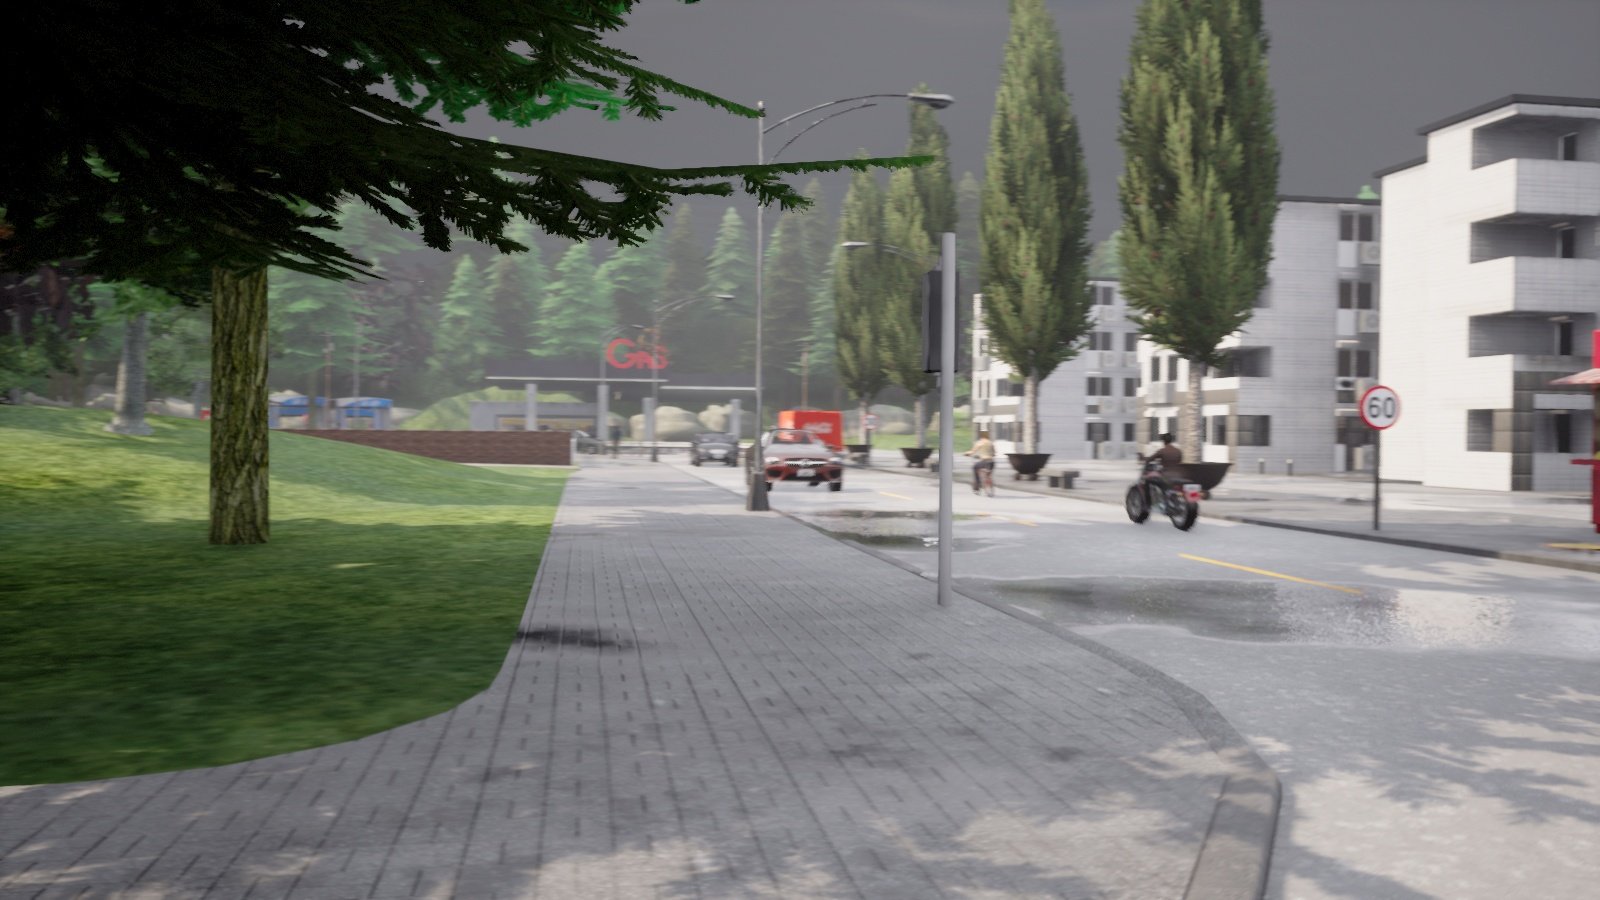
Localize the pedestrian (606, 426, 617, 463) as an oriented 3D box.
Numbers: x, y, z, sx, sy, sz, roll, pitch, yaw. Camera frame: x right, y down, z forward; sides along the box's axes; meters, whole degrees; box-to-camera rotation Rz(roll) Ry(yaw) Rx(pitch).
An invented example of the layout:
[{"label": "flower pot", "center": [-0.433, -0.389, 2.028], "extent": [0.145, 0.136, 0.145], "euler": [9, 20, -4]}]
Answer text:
[{"label": "pedestrian", "center": [-9.355, -0.274, 62.372], "extent": [0.402, 1.842, 0.726], "euler": [-1, 1, -1]}]

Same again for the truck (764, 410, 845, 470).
[{"label": "truck", "center": [0.126, -0.474, 54.938], "extent": [2.627, 2.467, 5.204], "euler": [-1, 1, -10]}]

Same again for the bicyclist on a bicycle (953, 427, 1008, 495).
[{"label": "bicyclist on a bicycle", "center": [4.395, 0.246, 30.649], "extent": [0.866, 1.612, 1.509], "euler": [-1, 1, -11]}]

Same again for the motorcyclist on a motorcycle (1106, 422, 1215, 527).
[{"label": "motorcyclist on a motorcycle", "center": [6.038, 0.376, 21.190], "extent": [0.766, 1.649, 2.350], "euler": [-1, 1, -11]}]

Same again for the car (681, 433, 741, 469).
[{"label": "car", "center": [-3.957, 0.013, 55.109], "extent": [2.128, 1.511, 4.902], "euler": [-1, 1, -10]}]

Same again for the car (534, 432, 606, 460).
[{"label": "car", "center": [-13.873, -0.225, 75.831], "extent": [3.988, 1.617, 1.851], "euler": [-1, 1, 1]}]

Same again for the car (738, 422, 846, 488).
[{"label": "car", "center": [-0.320, 0.093, 34.183], "extent": [2.152, 1.651, 5.027], "euler": [-1, 1, -10]}]
